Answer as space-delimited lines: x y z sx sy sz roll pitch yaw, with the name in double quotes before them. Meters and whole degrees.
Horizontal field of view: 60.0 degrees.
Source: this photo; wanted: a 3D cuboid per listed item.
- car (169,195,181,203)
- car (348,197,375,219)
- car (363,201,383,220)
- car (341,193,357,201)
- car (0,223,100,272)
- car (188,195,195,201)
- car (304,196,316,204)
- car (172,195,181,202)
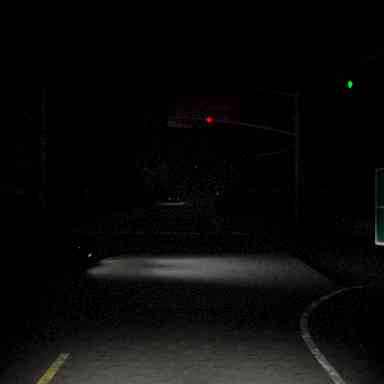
"car" -3.612 1.351 68.598 2.097 1.767 4.553 0 0 0
"car" 14.311 1.504 24.998 3.866 1.878 1.905 0 0 0
"car" 18.625 1.671 30.678 4.611 1.667 2.242 0 0 0
"car" 34.741 1.489 71.903 2.007 1.523 4.514 0 0 0
"car" -5.434 1.662 10.495 4.718 1.301 1.895 0 0 0
"car" -0.130 1.551 86.342 1.994 1.385 4.181 0 0 0
"car" 22.355 1.552 64.083 1.970 1.475 3.806 0 0 0
"car" -3.619 1.539 78.921 2.033 1.411 5.357 0 0 0
